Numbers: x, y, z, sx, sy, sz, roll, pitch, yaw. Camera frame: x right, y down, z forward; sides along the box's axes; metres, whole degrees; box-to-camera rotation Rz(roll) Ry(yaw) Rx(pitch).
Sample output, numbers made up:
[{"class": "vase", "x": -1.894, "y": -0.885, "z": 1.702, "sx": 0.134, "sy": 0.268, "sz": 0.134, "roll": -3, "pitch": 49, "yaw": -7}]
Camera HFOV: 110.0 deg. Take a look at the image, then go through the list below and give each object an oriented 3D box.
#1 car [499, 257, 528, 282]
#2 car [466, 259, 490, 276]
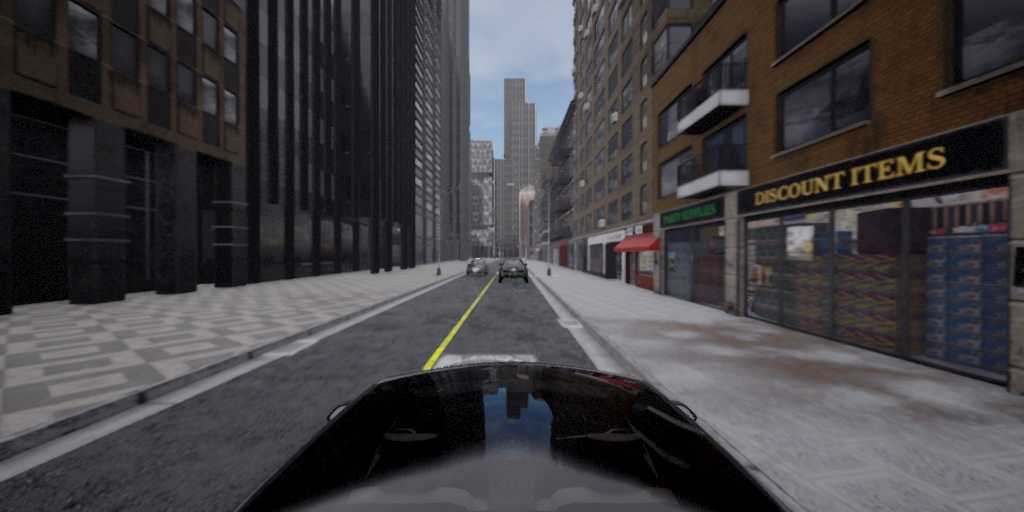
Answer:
[{"class": "car", "x": 0.102, "y": 0.932, "z": 26.835, "sx": 2.097, "sy": 1.767, "sz": 4.553, "roll": 0, "pitch": 0, "yaw": 0}, {"class": "car", "x": -3.089, "y": 1.027, "z": 32.947, "sx": 2.128, "sy": 1.511, "sz": 4.902, "roll": 0, "pitch": 0, "yaw": 0}]
